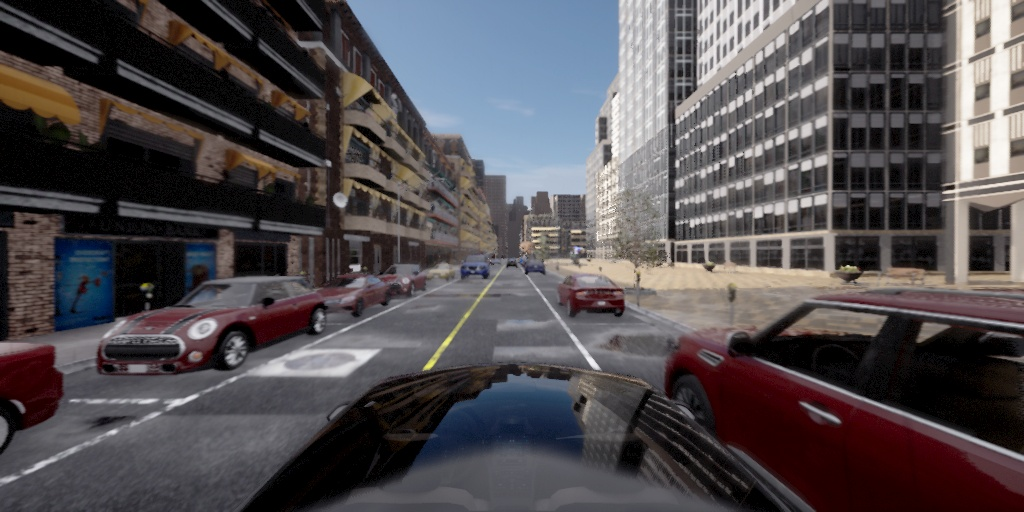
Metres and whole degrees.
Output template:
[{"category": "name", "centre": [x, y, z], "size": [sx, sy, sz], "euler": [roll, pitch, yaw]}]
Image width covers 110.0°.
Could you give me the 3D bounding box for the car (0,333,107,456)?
[{"category": "car", "centre": [-5.692, 1.295, 1.920], "size": [1.888, 1.381, 4.507], "euler": [0, 0, 0]}]

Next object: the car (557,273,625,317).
[{"category": "car", "centre": [2.688, 1.279, 12.975], "size": [1.888, 1.381, 4.507], "euler": [0, 0, 0]}]

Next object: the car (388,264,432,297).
[{"category": "car", "centre": [-5.693, 1.166, 18.501], "size": [1.967, 1.591, 4.097], "euler": [0, 0, 0]}]

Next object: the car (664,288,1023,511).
[{"category": "car", "centre": [2.689, 1.064, 1.921], "size": [2.192, 1.841, 5.009], "euler": [0, 0, 0]}]

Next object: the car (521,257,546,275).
[{"category": "car", "centre": [2.384, 1.058, 38.047], "size": [2.097, 1.767, 4.553], "euler": [0, 0, 0]}]

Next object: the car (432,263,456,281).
[{"category": "car", "centre": [-5.693, 1.238, 29.384], "size": [1.751, 1.417, 4.829], "euler": [0, 0, 0]}]

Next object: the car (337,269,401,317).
[{"category": "car", "centre": [-5.693, 1.316, 12.975], "size": [1.802, 1.307, 4.207], "euler": [0, 0, 0]}]

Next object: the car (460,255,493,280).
[{"category": "car", "centre": [-3.099, 0.935, 31.147], "size": [2.150, 2.045, 5.566], "euler": [0, 0, 0]}]

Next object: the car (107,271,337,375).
[{"category": "car", "centre": [-5.692, 1.182, 7.448], "size": [1.967, 1.591, 4.097], "euler": [0, 0, 0]}]

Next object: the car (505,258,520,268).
[{"category": "car", "centre": [-0.003, 1.202, 57.717], "size": [1.837, 1.490, 4.892], "euler": [0, 0, 0]}]
